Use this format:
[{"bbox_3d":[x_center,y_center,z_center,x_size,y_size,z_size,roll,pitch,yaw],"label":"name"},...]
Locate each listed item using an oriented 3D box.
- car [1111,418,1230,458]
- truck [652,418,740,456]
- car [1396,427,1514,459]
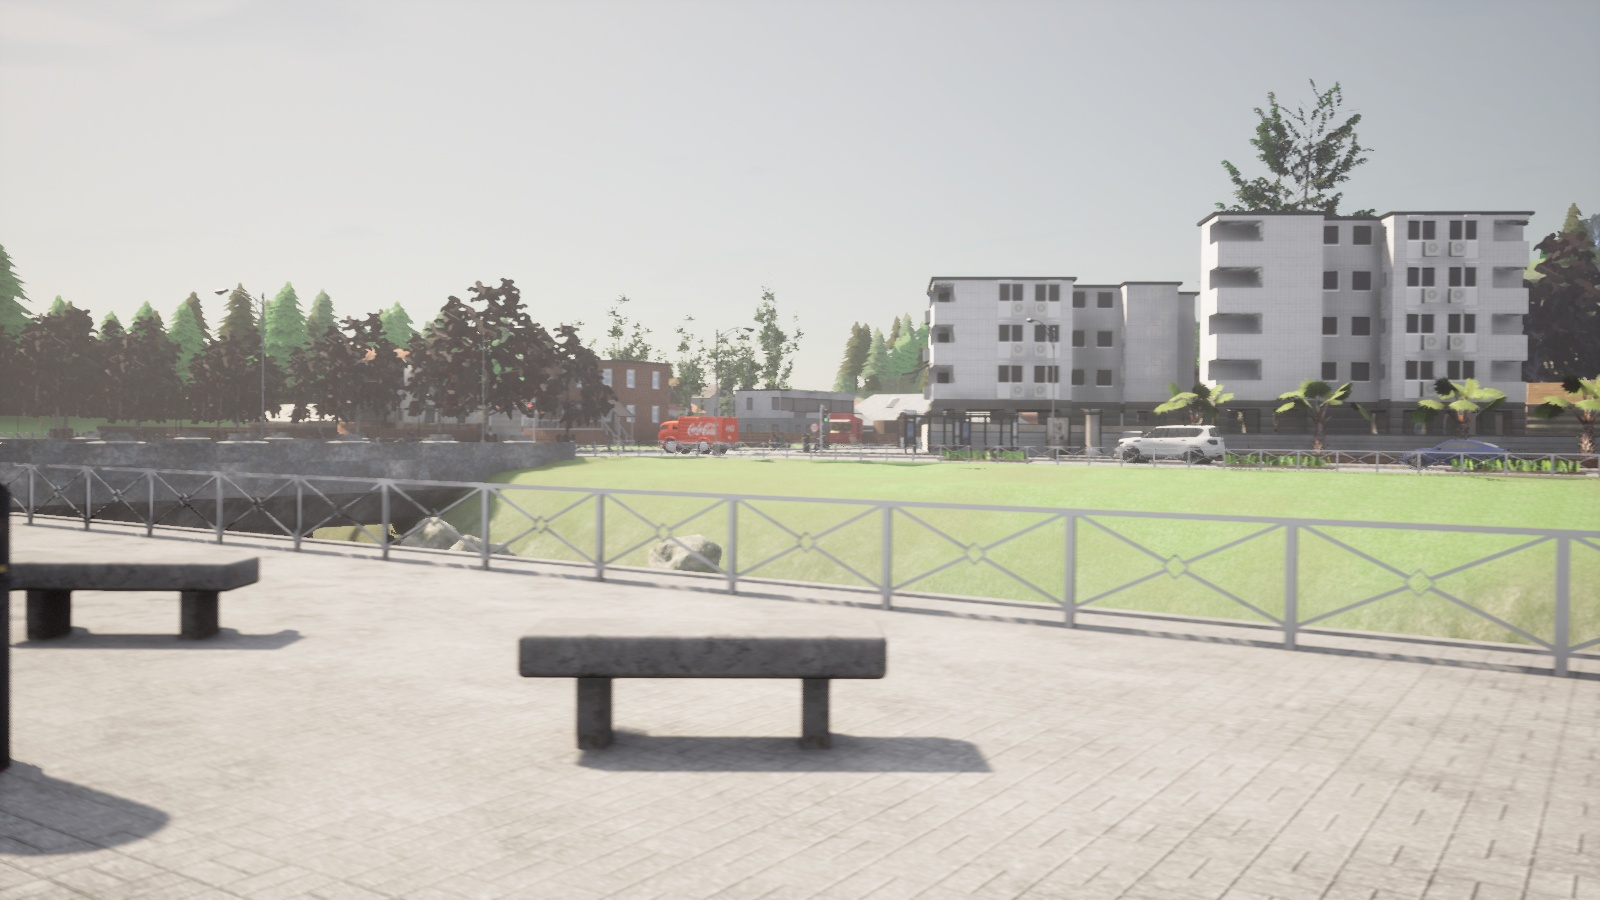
[{"bbox_3d":[19.282,-0.618,65.491,5.566,2.045,2.150,0,1,34],"label":"car"},{"bbox_3d":[-6.905,-0.831,83.262,5.204,2.467,2.627,0,0,25],"label":"truck"},{"bbox_3d":[30.310,-0.311,58.167,4.674,1.442,1.812,0,1,34],"label":"car"}]
